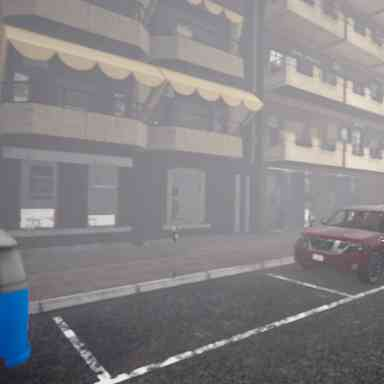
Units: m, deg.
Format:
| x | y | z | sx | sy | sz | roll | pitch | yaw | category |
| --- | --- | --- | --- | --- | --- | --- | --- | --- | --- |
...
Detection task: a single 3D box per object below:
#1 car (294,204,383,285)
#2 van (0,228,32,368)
| x | y | z | sx | sy | sz | roll | pitch | yaw | category |
| --- | --- | --- | --- | --- | --- | --- | --- | --- | --- |
| 5.213 | 1.323 | 9.782 | 5.009 | 1.841 | 2.192 | 0 | 1 | -35 | car |
| -3.795 | 1.342 | 3.364 | 3.998 | 1.788 | 1.690 | 0 | 1 | -35 | van |
